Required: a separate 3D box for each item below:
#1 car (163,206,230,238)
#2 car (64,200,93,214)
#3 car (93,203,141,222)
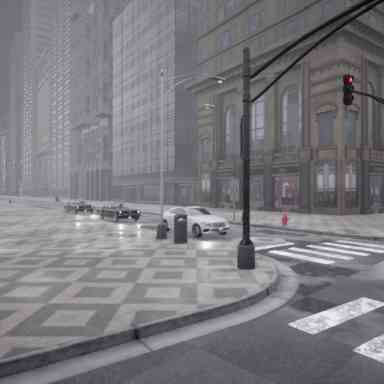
[{"bbox_3d":[-0.013,1.475,17.770,1.812,1.442,4.674,0,0,-37],"label":"car"},{"bbox_3d":[-11.646,1.497,34.182,1.895,1.301,4.718,0,0,-35],"label":"car"},{"bbox_3d":[-5.766,1.522,25.891,1.895,1.301,4.718,0,0,-35],"label":"car"}]
